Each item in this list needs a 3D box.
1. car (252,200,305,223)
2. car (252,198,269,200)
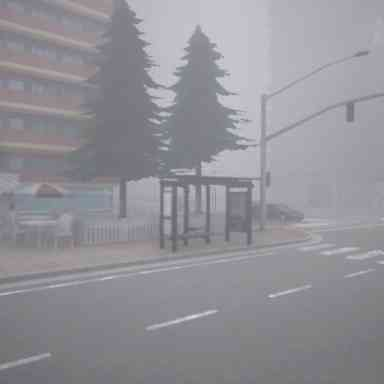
[{"bbox_3d":[7.100,1.677,27.861,1.837,1.490,4.892,0,0,-34],"label":"car"},{"bbox_3d":[6.937,1.684,34.206,2.128,1.511,4.902,0,0,-35],"label":"car"}]
